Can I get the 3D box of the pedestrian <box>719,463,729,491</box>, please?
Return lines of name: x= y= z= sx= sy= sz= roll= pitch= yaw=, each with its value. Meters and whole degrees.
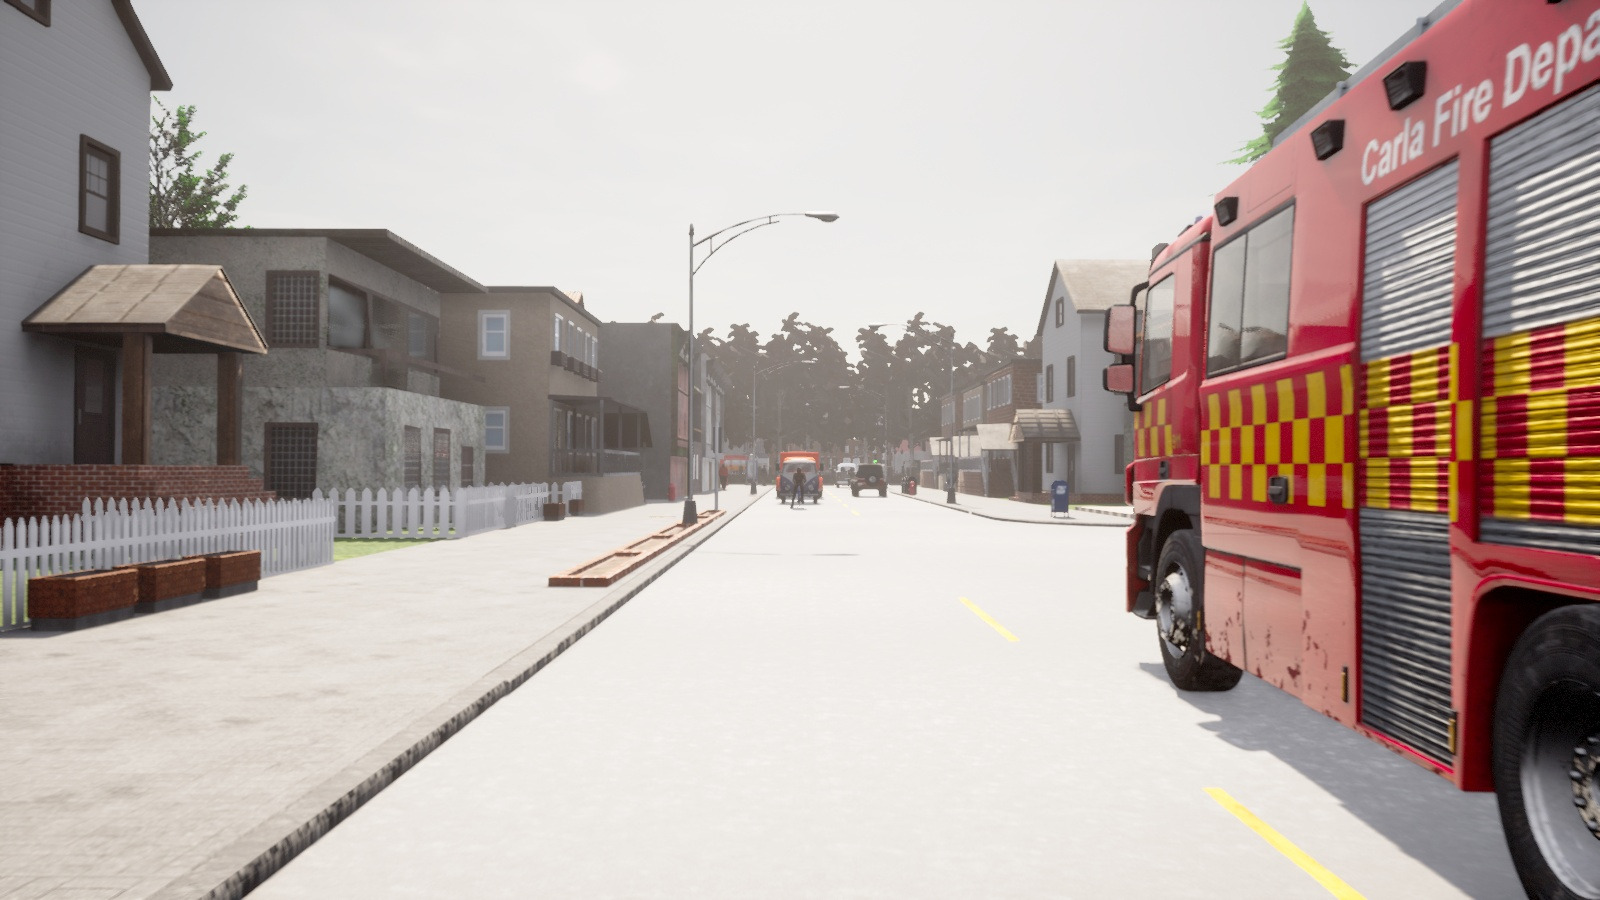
pedestrian: x=-5.155 y=1.831 z=85.020 sx=0.634 sy=1.844 sz=0.899 roll=0 pitch=-1 yaw=-4

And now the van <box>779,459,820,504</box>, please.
van: x=-0.021 y=1.437 z=57.566 sx=1.775 sy=1.987 sz=4.442 roll=0 pitch=-1 yaw=0

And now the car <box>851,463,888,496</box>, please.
car: x=3.972 y=1.688 z=72.317 sx=1.905 sy=1.878 sz=3.866 roll=0 pitch=-1 yaw=0

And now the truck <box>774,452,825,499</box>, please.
truck: x=-0.027 y=1.349 z=67.731 sx=2.627 sy=2.467 sz=5.204 roll=0 pitch=-1 yaw=0

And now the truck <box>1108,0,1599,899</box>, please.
truck: x=3.920 y=-0.269 z=6.583 sx=2.891 sy=3.827 sz=8.468 roll=0 pitch=-1 yaw=3
